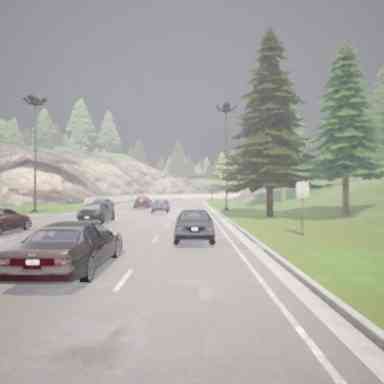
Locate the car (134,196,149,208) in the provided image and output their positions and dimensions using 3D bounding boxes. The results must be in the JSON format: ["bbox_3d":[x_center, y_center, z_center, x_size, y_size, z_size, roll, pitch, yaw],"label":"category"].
[{"bbox_3d":[-6.883,1.330,47.189,2.097,1.767,4.553,0,0,0],"label":"car"}]

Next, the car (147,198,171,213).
[{"bbox_3d":[-3.387,1.530,37.066,2.033,1.411,5.357,0,0,0],"label":"car"}]

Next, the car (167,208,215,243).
[{"bbox_3d":[0.107,1.540,15.907,2.033,1.411,5.357,0,0,0],"label":"car"}]

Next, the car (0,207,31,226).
[{"bbox_3d":[-10.392,1.519,17.723,1.812,1.442,4.674,0,0,0],"label":"car"}]

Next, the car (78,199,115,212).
[{"bbox_3d":[-6.891,1.515,24.107,1.812,1.442,4.674,0,0,0],"label":"car"}]

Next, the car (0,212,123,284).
[{"bbox_3d":[-3.395,1.543,9.598,2.033,1.411,5.357,0,0,0],"label":"car"}]
